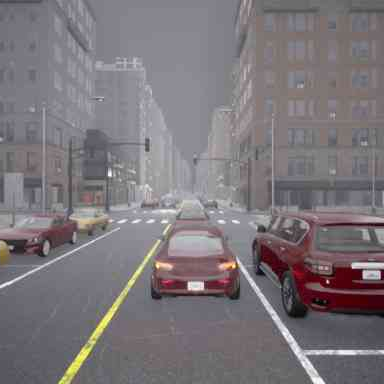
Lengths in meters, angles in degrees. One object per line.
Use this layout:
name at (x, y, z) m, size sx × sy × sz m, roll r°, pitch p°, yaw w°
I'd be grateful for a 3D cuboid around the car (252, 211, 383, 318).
car at (2.671, 1.316, 7.337) m, size 2.192 × 1.841 × 5.009 m, roll 1°, pitch 0°, yaw 0°

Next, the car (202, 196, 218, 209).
car at (2.631, 1.590, 45.605) m, size 1.802 × 1.307 × 4.206 m, roll 1°, pitch 0°, yaw 0°

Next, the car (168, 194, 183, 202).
car at (-3.126, 1.560, 60.486) m, size 2.033 × 1.411 × 5.357 m, roll 0°, pitch 0°, yaw 0°

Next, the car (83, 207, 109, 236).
car at (-5.868, 1.528, 18.416) m, size 1.752 × 1.417 × 4.829 m, roll 1°, pitch 0°, yaw 0°

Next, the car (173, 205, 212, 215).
car at (0.045, 1.604, 17.468) m, size 1.895 × 1.301 × 4.718 m, roll 0°, pitch 0°, yaw 0°

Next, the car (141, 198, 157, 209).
car at (-5.895, 1.552, 45.606) m, size 1.887 × 1.381 × 4.507 m, roll 1°, pitch 0°, yaw 0°

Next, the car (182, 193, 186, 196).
car at (-3.074, 1.553, 76.090) m, size 2.033 × 1.411 × 5.357 m, roll 0°, pitch 0°, yaw 0°

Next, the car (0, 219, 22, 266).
car at (-5.856, 1.526, 7.167) m, size 1.752 × 1.417 × 4.829 m, roll 1°, pitch 0°, yaw 0°

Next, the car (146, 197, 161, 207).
car at (-5.900, 1.554, 51.279) m, size 1.887 × 1.381 × 4.507 m, roll 1°, pitch 0°, yaw 0°

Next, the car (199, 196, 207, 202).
car at (2.597, 1.603, 79.645) m, size 1.802 × 1.307 × 4.206 m, roll 1°, pitch 0°, yaw 0°

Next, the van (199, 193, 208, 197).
van at (2.616, 1.354, 62.626) m, size 1.690 × 1.788 × 3.998 m, roll 1°, pitch 0°, yaw 0°

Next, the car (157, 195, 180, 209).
car at (-3.129, 1.496, 45.515) m, size 2.128 × 1.511 × 4.902 m, roll 0°, pitch 0°, yaw 1°

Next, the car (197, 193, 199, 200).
car at (2.611, 1.330, 68.299) m, size 2.192 × 1.841 × 5.009 m, roll 1°, pitch 0°, yaw 0°

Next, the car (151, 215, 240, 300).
car at (0.078, 1.527, 8.290) m, size 1.812 × 1.442 × 4.674 m, roll 0°, pitch 0°, yaw 0°

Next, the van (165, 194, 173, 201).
van at (-5.932, 1.365, 85.316) m, size 1.690 × 1.788 × 3.998 m, roll 1°, pitch 0°, yaw 0°

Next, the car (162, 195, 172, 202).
car at (-5.927, 1.461, 79.643) m, size 1.967 × 1.590 × 4.097 m, roll 1°, pitch 0°, yaw 0°

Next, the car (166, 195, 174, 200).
car at (-5.940, 1.609, 90.988) m, size 1.802 × 1.307 × 4.206 m, roll 1°, pitch 0°, yaw 0°

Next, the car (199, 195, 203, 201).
car at (2.620, 1.593, 56.952) m, size 1.802 × 1.307 × 4.206 m, roll 1°, pitch 0°, yaw 0°

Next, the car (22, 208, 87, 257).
car at (-5.862, 1.546, 12.961) m, size 1.887 × 1.381 × 4.507 m, roll 1°, pitch 0°, yaw 0°

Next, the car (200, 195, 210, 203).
car at (2.625, 1.591, 51.278) m, size 1.802 × 1.307 × 4.206 m, roll 1°, pitch 0°, yaw 0°
